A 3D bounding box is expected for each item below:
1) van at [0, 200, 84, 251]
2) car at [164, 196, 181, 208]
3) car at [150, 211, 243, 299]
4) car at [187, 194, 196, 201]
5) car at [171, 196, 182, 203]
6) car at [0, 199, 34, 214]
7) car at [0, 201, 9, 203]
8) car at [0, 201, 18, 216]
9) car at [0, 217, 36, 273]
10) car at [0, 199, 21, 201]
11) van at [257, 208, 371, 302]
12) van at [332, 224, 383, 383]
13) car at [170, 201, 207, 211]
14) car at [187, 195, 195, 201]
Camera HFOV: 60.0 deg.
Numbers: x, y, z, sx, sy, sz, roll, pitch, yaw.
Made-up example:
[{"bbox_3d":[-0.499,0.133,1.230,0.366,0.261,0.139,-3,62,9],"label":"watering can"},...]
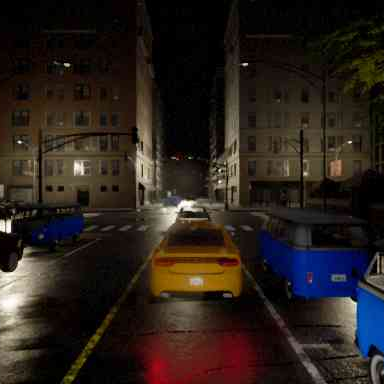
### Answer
[{"bbox_3d":[-5.796,1.338,13.640,1.690,1.788,3.998,0,0,0],"label":"van"},{"bbox_3d":[-3.050,1.462,48.917,1.882,1.535,5.008,0,0,0],"label":"car"},{"bbox_3d":[0.114,1.476,8.540,1.882,1.535,5.008,0,0,1],"label":"car"},{"bbox_3d":[-0.226,1.338,79.427,2.097,1.767,4.553,0,0,-1],"label":"car"},{"bbox_3d":[-3.141,1.520,69.690,2.033,1.411,5.357,0,0,-1],"label":"car"},{"bbox_3d":[-19.798,1.526,35.528,4.892,1.490,1.837,0,0,-1],"label":"car"},{"bbox_3d":[-16.529,1.584,25.606,4.718,1.301,1.895,0,0,-1],"label":"car"},{"bbox_3d":[-19.478,1.572,32.280,4.181,1.385,1.994,0,0,-1],"label":"car"},{"bbox_3d":[-5.822,1.544,7.980,1.887,1.381,4.507,0,0,0],"label":"car"},{"bbox_3d":[-17.901,1.487,28.845,4.902,1.511,2.128,0,0,-1],"label":"car"},{"bbox_3d":[2.705,1.340,7.952,1.690,1.788,3.998,0,0,0],"label":"van"},{"bbox_3d":[2.680,1.341,2.295,1.690,1.788,3.998,0,0,0],"label":"van"},{"bbox_3d":[0.075,1.485,17.959,2.128,1.511,4.902,0,0,0],"label":"car"},{"bbox_3d":[-0.313,1.581,89.208,1.895,1.301,4.718,0,0,-1],"label":"car"}]
